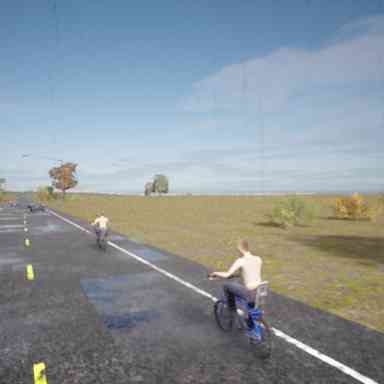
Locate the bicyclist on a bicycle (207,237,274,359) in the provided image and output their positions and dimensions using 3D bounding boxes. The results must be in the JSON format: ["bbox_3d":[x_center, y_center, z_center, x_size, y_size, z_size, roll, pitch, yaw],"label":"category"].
[{"bbox_3d":[0.727,1.486,5.022,0.866,1.612,1.509,0,-1,-27],"label":"bicyclist on a bicycle"}]

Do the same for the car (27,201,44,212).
[{"bbox_3d":[-24.054,2.241,51.644,2.128,1.511,4.902,0,-1,-27],"label":"car"}]

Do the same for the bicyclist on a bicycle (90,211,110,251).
[{"bbox_3d":[-3.814,1.620,13.961,0.866,1.612,1.509,0,-1,-27],"label":"bicyclist on a bicycle"}]

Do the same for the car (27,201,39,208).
[{"bbox_3d":[-31.904,2.524,66.797,1.994,1.385,4.181,0,-1,-27],"label":"car"}]

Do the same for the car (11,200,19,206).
[{"bbox_3d":[-43.151,2.733,81.129,2.128,1.511,4.902,0,-1,-27],"label":"car"}]
